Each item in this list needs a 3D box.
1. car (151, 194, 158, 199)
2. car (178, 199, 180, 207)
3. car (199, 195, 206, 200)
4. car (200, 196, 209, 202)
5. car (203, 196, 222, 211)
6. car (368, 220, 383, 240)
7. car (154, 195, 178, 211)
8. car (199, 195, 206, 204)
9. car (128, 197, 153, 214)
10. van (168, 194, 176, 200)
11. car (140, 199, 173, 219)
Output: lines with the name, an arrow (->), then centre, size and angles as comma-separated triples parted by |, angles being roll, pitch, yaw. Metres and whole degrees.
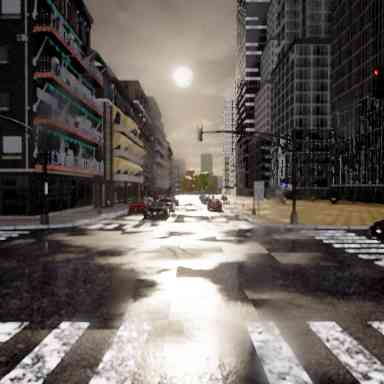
car -> -5.616, 1.438, 41.082 | 1.967, 1.590, 4.097 | -1, 0, 0
car -> -2.971, 1.600, 52.877 | 1.895, 1.301, 4.718 | 0, 0, 0
car -> 2.841, 1.539, 92.132 | 1.752, 1.417, 4.829 | -1, 0, 0
car -> 2.805, 1.551, 75.015 | 1.887, 1.381, 4.507 | -1, 0, 0
car -> 2.732, 1.542, 41.121 | 1.887, 1.381, 4.507 | -1, 0, 0
car -> 10.079, 1.516, 14.561 | 4.181, 1.385, 1.994 | 0, 1, -4
car -> -3.013, 1.501, 39.113 | 1.837, 1.490, 4.892 | 0, 0, 0
car -> 2.781, 1.554, 63.717 | 2.008, 1.369, 4.403 | -1, 0, 0
car -> -5.626, 1.542, 35.433 | 1.887, 1.381, 4.507 | -1, 0, 0
van -> -5.509, 1.354, 91.921 | 1.690, 1.788, 3.998 | -1, 0, 0
car -> -3.038, 1.561, 29.206 | 1.994, 1.385, 4.181 | 0, 0, 0
